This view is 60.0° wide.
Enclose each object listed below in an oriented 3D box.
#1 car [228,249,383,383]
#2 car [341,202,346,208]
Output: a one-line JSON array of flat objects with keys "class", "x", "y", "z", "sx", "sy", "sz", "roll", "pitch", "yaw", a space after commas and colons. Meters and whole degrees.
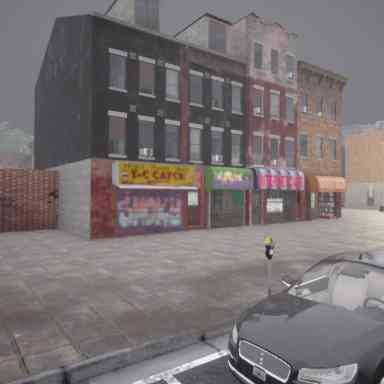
[{"class": "car", "x": 2.444, "y": 1.553, "z": 4.541, "sx": 4.403, "sy": 1.369, "sz": 2.008, "roll": 0, "pitch": 0, "yaw": -35}, {"class": "car", "x": 16.807, "y": 1.475, "z": 42.168, "sx": 1.895, "sy": 1.301, "sz": 4.718, "roll": 0, "pitch": 0, "yaw": -36}]
